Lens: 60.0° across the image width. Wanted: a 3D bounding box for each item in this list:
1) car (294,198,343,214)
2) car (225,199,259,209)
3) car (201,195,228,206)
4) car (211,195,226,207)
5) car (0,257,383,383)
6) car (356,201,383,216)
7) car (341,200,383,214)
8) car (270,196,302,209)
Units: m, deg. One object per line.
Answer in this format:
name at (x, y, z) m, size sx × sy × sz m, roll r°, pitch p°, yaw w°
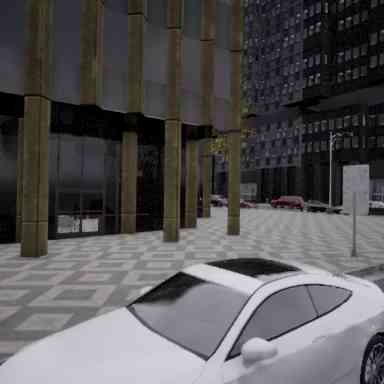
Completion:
car at (13.091, 1.540, 33.790) m, size 1.947 × 1.339 × 4.313 m, roll 1°, pitch -1°, yaw -35°
car at (6.705, 1.571, 42.778) m, size 1.802 × 1.307 × 4.206 m, roll 1°, pitch -1°, yaw -35°
car at (4.076, 1.513, 61.206) m, size 2.192 × 1.841 × 5.009 m, roll 1°, pitch -1°, yaw -35°
car at (3.516, 1.313, 47.276) m, size 2.192 × 1.841 × 5.009 m, roll 1°, pitch -1°, yaw -35°
car at (0.432, 1.527, 3.569) m, size 4.674 × 1.442 × 1.812 m, roll 0°, pitch 0°, yaw -36°
car at (16.284, 1.518, 29.295) m, size 2.008 × 1.369 × 4.403 m, roll 1°, pitch -1°, yaw -35°
car at (20.034, 1.708, 38.733) m, size 2.008 × 1.369 × 4.403 m, roll 1°, pitch -1°, yaw -35°
car at (13.653, 1.488, 47.724) m, size 2.192 × 1.841 × 5.009 m, roll 1°, pitch -1°, yaw -35°
